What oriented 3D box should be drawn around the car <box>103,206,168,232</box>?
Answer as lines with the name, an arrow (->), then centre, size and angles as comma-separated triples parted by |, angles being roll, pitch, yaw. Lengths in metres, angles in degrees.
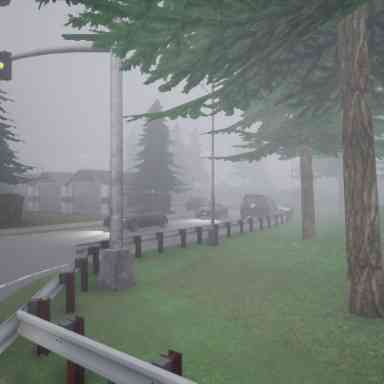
car -> -3.343, 1.549, 20.347 | 1.994, 1.385, 4.181 | 0, 0, 35

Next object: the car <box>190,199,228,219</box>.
car -> 1.717, 1.548, 28.490 | 1.994, 1.385, 4.181 | 0, 0, 21

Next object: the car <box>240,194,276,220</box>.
car -> 5.599, 1.206, 27.748 | 2.150, 2.045, 5.566 | 1, 0, 22

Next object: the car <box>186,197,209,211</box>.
car -> 1.262, 1.343, 38.667 | 2.097, 1.767, 4.553 | 0, 0, -38
